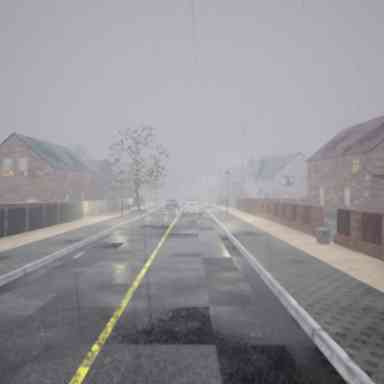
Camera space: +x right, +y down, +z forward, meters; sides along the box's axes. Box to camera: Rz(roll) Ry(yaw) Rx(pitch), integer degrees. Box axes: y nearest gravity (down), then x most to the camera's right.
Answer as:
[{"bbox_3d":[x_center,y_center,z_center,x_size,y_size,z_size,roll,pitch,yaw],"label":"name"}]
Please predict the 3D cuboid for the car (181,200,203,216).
[{"bbox_3d":[-0.023,1.645,33.331,1.812,1.442,4.674,0,0,0],"label":"car"}]

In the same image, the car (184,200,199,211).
[{"bbox_3d":[-0.079,1.771,45.579,1.994,1.385,4.181,0,0,-1],"label":"car"}]

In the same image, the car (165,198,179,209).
[{"bbox_3d":[-2.911,1.737,49.223,1.837,1.490,4.892,0,0,-1],"label":"car"}]
